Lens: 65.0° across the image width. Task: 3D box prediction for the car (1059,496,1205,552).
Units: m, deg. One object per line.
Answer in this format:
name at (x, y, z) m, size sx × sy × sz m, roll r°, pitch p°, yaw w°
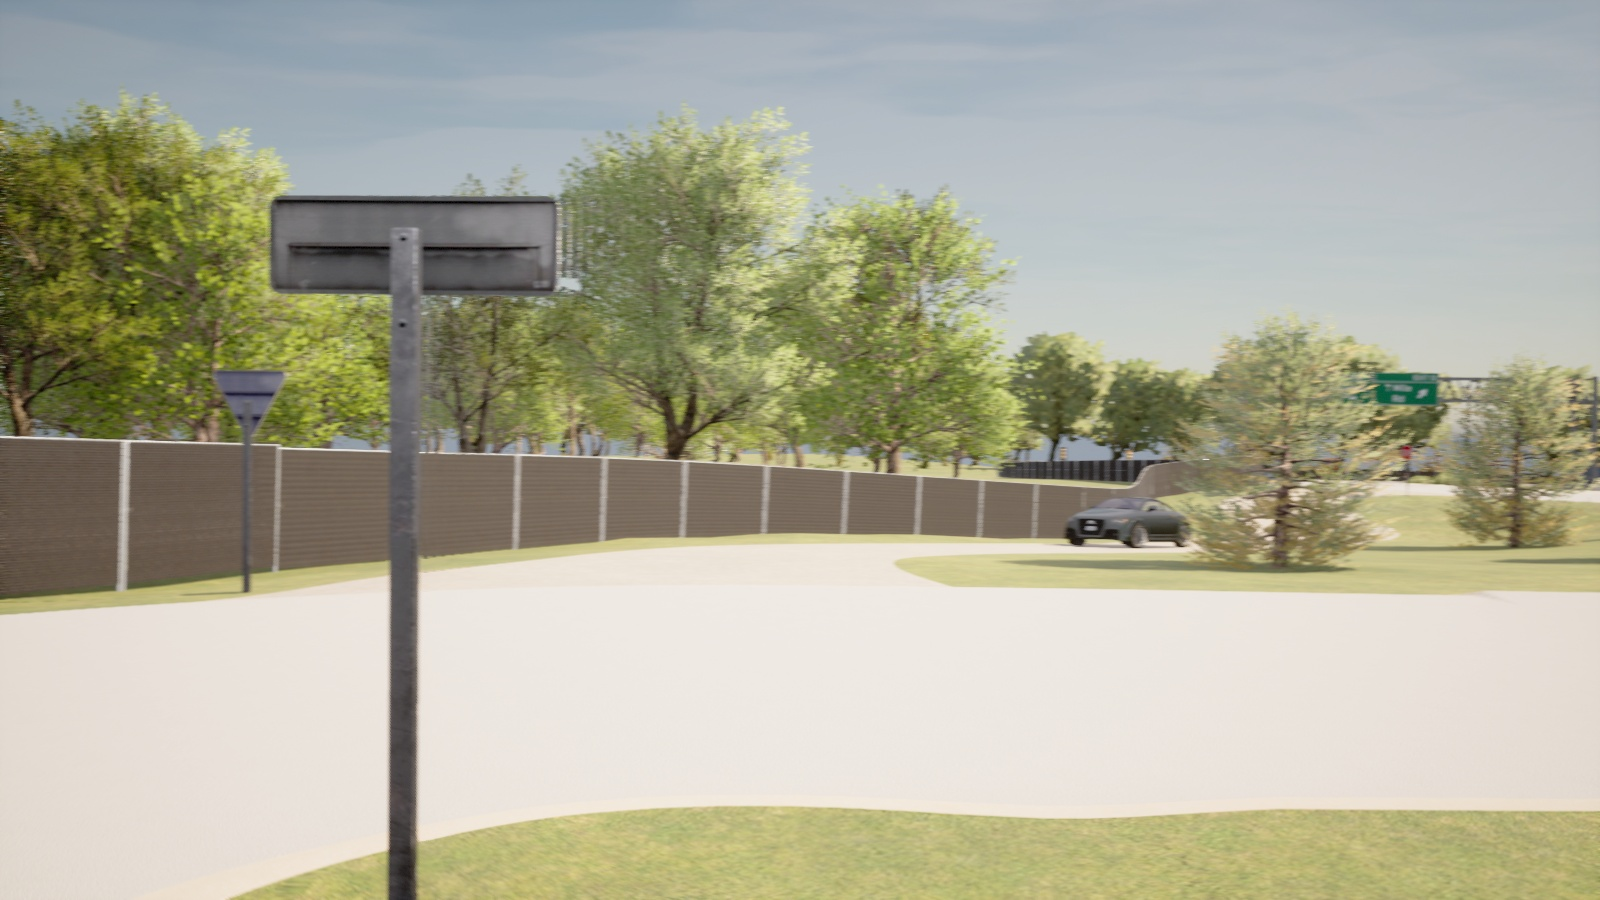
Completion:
car at (9.105, 2.038, 34.255) m, size 1.994 × 1.385 × 4.181 m, roll 0°, pitch -3°, yaw 45°
